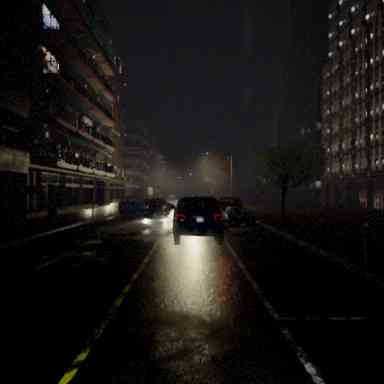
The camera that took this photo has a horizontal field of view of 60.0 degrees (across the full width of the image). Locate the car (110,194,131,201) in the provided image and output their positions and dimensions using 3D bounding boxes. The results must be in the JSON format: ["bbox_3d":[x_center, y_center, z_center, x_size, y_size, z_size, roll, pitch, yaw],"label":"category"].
[{"bbox_3d":[-16.424,1.255,76.975,4.403,1.369,2.008,1,-1,-1],"label":"car"}]

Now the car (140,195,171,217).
[{"bbox_3d":[-3.097,1.303,30.022,2.097,1.767,4.553,0,0,0],"label":"car"}]

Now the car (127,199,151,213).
[{"bbox_3d":[-5.688,1.468,36.208,1.752,1.417,4.829,0,0,0],"label":"car"}]

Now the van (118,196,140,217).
[{"bbox_3d":[-5.688,1.291,30.855,1.690,1.788,3.998,0,0,0],"label":"van"}]

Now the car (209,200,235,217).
[{"bbox_3d":[2.693,1.515,30.854,1.947,1.339,4.313,0,0,0],"label":"car"}]

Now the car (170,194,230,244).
[{"bbox_3d":[0.195,1.193,15.897,2.150,2.045,5.566,0,0,-3],"label":"car"}]

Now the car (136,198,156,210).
[{"bbox_3d":[-5.688,1.503,41.901,1.947,1.339,4.313,0,0,0],"label":"car"}]

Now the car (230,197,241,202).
[{"bbox_3d":[2.693,1.272,25.332,2.192,1.841,5.009,0,0,0],"label":"car"}]

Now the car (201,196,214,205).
[{"bbox_3d":[2.693,1.489,58.469,1.947,1.339,4.313,0,0,0],"label":"car"}]

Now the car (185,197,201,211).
[{"bbox_3d":[0.099,1.416,40.220,1.882,1.535,5.008,0,0,0],"label":"car"}]

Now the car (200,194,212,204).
[{"bbox_3d":[2.693,1.235,63.992,2.192,1.841,5.009,0,0,0],"label":"car"}]

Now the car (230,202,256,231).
[{"bbox_3d":[2.693,1.516,19.809,2.008,1.369,4.403,0,0,0],"label":"car"}]
